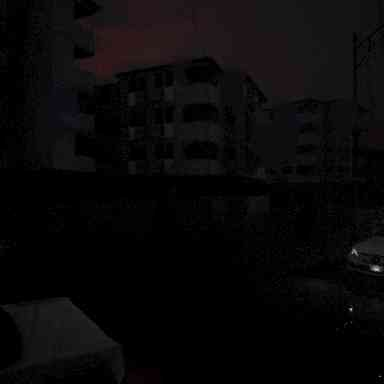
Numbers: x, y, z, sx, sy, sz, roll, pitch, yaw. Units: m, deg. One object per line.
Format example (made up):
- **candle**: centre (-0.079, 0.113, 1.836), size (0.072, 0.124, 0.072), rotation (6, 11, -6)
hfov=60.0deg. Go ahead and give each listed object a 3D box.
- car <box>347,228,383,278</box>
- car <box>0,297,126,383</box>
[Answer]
- **car**: centre (6.112, 1.474, 8.972), size (4.674, 1.442, 1.812), rotation (0, 0, -35)
- **car**: centre (-3.034, 1.610, 2.436), size (4.718, 1.301, 1.895), rotation (0, 0, -36)
